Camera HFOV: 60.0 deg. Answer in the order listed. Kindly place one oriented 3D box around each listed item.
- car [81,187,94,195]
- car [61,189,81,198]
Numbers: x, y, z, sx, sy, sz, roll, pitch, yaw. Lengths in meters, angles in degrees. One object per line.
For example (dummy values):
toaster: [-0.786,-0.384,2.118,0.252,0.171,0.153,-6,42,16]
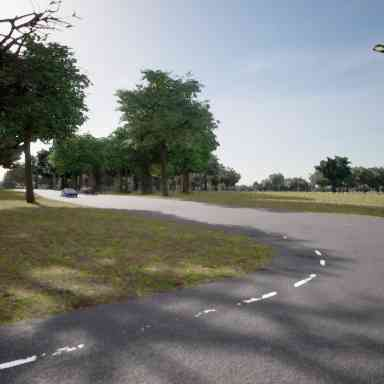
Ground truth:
car: [-22.178,-0.228,69.794,1.837,1.490,4.892,-1,2,-35]
car: [-20.577,0.171,55.724,1.882,1.535,5.008,-1,2,-33]
